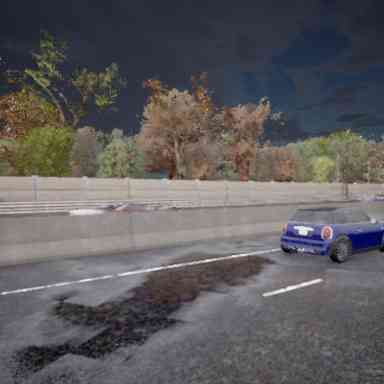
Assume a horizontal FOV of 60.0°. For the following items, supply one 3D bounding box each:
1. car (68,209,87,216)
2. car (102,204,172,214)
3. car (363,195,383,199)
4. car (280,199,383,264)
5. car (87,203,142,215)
[{"bbox_3d":[-6.717,1.547,25.001,4.718,1.301,1.895,0,0,-36],"label":"car"},{"bbox_3d":[-2.490,1.546,19.418,4.718,1.301,1.895,0,0,-36],"label":"car"},{"bbox_3d":[26.165,1.239,48.434,4.674,1.442,1.812,0,0,-35],"label":"car"},{"bbox_3d":[5.266,1.286,11.808,4.553,1.767,2.097,0,0,-36],"label":"car"},{"bbox_3d":[-4.275,1.469,22.427,4.674,1.442,1.812,0,0,-36],"label":"car"}]
